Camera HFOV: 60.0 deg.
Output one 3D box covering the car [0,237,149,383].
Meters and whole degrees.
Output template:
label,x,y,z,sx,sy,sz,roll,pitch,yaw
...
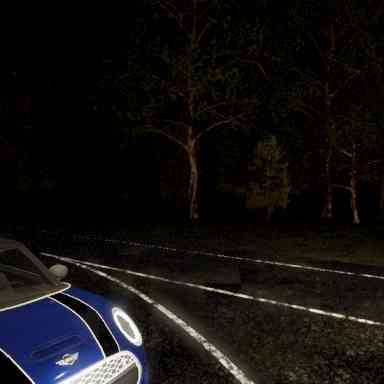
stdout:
label,x,y,z,sx,sy,sz,roll,pitch,yaw
car,-2.645,1.338,3.762,4.553,1.767,2.097,1,0,35
